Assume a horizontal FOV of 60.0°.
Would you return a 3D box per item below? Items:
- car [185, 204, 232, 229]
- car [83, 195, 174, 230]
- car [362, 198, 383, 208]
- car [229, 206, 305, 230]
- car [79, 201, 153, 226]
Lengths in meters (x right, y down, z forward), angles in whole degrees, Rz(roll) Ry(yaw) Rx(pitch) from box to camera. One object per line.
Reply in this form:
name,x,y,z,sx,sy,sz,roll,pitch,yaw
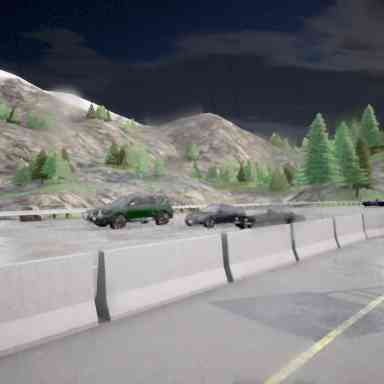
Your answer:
car,1.655,1.523,21.591,4.674,1.442,1.812,0,0,-41
car,-3.724,1.220,21.432,5.566,2.045,2.150,0,0,-43
car,26.908,1.587,48.300,4.718,1.301,1.895,0,0,-29
car,4.610,1.597,19.555,4.718,1.301,1.895,0,0,-41
car,-5.503,1.490,24.515,4.902,1.511,2.128,0,0,-43
